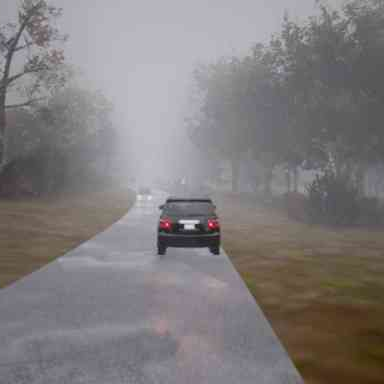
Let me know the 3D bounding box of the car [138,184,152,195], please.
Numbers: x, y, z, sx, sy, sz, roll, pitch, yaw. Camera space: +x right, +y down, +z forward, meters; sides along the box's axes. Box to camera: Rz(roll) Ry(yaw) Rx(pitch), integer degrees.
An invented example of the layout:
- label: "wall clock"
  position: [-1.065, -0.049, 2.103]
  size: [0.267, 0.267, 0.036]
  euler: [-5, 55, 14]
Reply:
- label: "car"
  position: [-7.194, -0.374, 50.866]
  size: [1.837, 1.490, 4.892]
  euler: [2, 3, -10]

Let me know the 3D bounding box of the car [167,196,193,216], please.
- label: "car"
  position: [-1.076, 1.085, 27.567]
  size: [1.895, 1.301, 4.718]
  euler: [0, 2, -5]

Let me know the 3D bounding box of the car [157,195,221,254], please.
- label: "car"
  position: [-0.158, 1.128, 13.166]
  size: [2.150, 2.045, 5.566]
  euler: [0, 1, -2]
